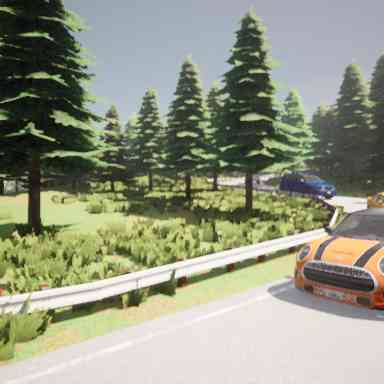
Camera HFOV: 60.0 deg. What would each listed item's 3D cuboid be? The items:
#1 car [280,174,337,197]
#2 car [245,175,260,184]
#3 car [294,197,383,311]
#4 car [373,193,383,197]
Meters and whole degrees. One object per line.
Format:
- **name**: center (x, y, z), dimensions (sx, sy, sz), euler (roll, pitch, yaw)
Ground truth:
- **car**: center (9.836, -0.535, 28.653), dimensions (2.150, 2.045, 5.566), euler (0, 5, -20)
- **car**: center (9.139, -2.287, 50.687), dimensions (2.150, 2.045, 5.566), euler (0, 3, 9)
- **car**: center (4.250, 1.191, 7.479), dimensions (4.553, 1.767, 2.097), euler (-3, 2, -41)
- **car**: center (9.950, 0.771, 16.134), dimensions (1.882, 1.535, 5.008), euler (0, 4, 15)
